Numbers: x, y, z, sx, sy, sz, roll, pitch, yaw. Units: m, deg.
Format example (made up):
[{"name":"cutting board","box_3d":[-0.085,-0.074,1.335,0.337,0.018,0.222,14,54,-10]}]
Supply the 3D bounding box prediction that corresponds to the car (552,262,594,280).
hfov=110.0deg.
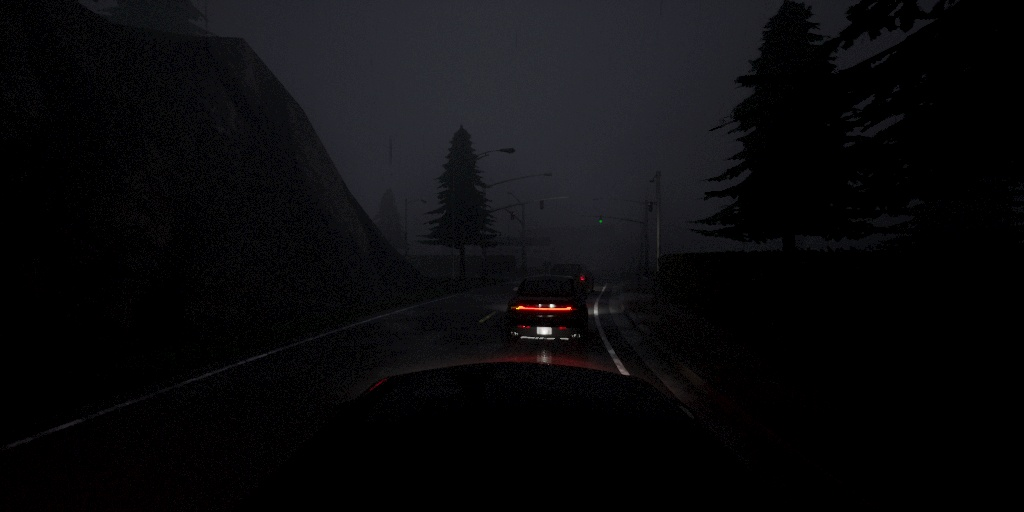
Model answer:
[{"name":"car","box_3d":[3.123,1.108,18.883,2.097,1.767,4.553,0,0,17]}]

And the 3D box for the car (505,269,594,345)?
[{"name":"car","box_3d":[1.019,1.258,9.608,1.837,1.490,4.892,0,0,9]}]
